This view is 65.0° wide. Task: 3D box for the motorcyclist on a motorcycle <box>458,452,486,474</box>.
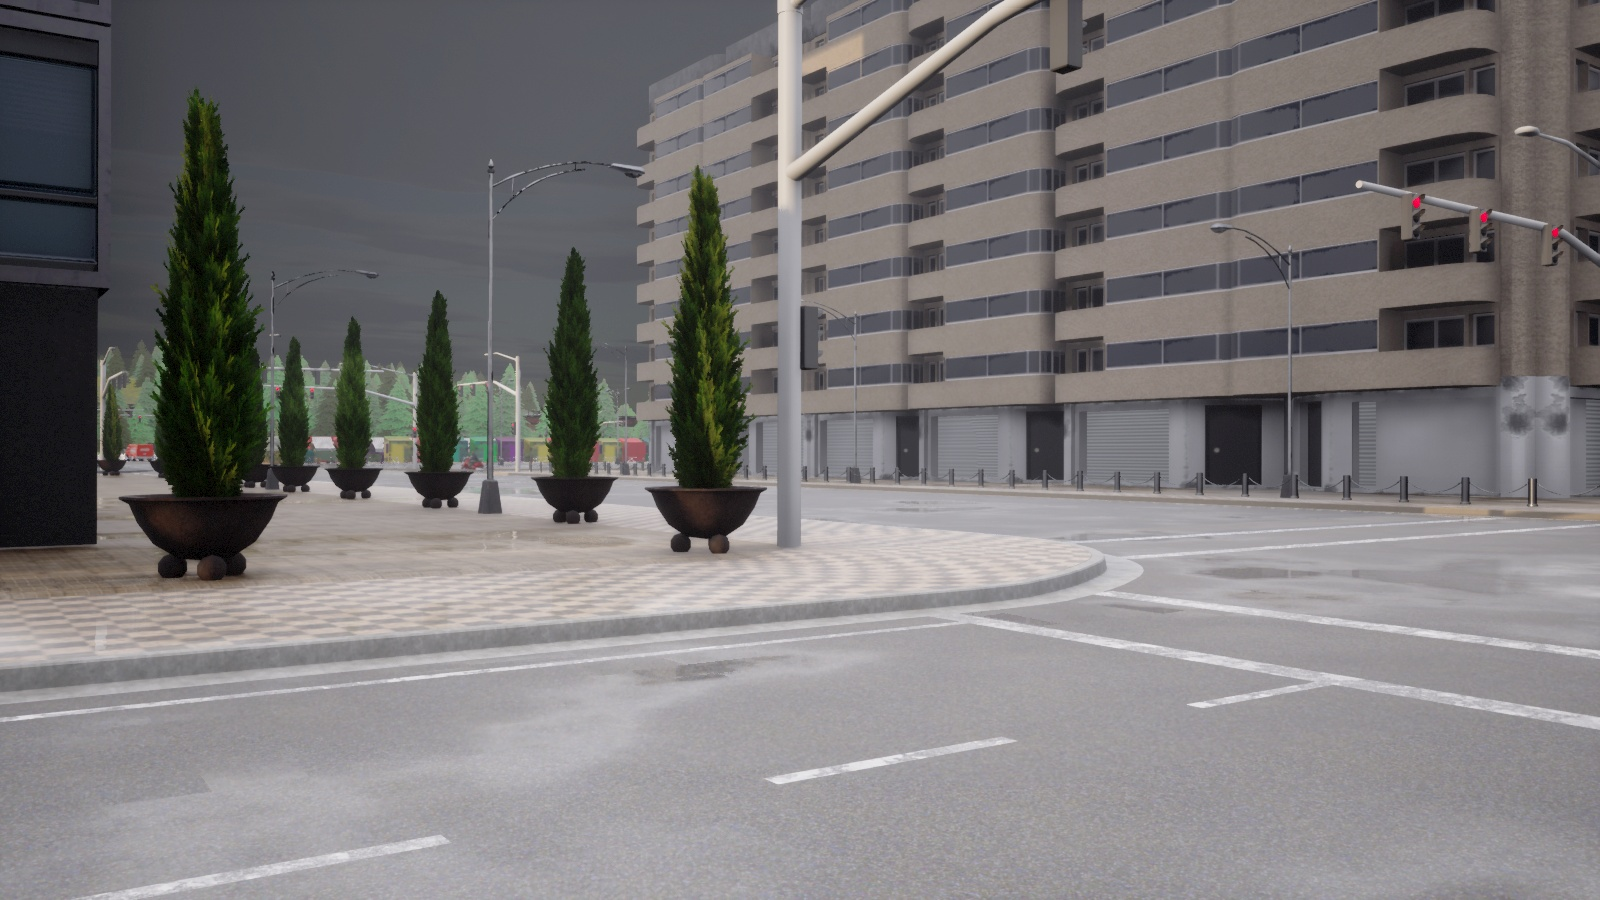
[{"bbox_3d":[-24.759,0.979,94.728,1.817,1.590,0.866,0,0,-35],"label":"motorcyclist on a motorcycle"}]
